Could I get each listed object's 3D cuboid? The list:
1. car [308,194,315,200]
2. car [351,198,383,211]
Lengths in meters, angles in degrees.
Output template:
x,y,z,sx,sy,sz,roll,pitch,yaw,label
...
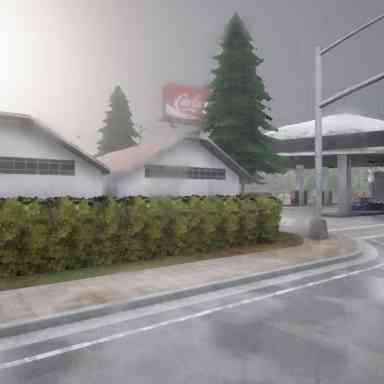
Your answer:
x,y,z,sx,sy,sz,roll,pitch,yaw,label
31.789,1.330,88.849,2.152,1.636,5.027,0,0,-36,car
20.782,1.480,39.342,4.611,1.667,2.242,0,0,-36,car
